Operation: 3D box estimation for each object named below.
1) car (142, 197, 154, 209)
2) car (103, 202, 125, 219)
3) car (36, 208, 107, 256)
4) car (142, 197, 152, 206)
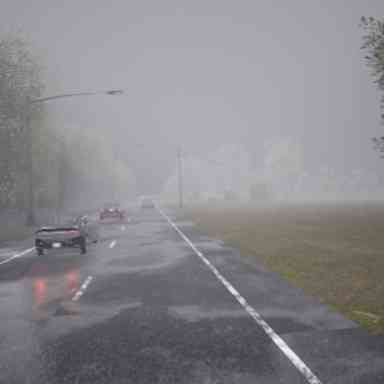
[{"bbox_3d":[-7.230,2.036,54.811,1.994,1.385,4.181,-2,0,-8],"label":"car"},{"bbox_3d":[-7.761,1.743,32.884,2.097,1.767,4.553,-2,0,-8],"label":"car"},{"bbox_3d":[-5.226,1.721,14.428,2.128,1.511,4.902,-2,0,-8],"label":"car"},{"bbox_3d":[-9.787,1.990,72.694,2.097,1.767,4.553,-2,0,-8],"label":"car"}]
